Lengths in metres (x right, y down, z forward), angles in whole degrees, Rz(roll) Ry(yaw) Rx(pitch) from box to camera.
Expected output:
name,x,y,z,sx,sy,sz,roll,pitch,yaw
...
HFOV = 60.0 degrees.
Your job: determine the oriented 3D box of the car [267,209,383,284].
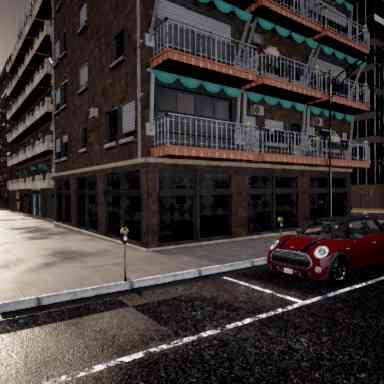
name,x,y,z,sx,sy,sz,roll,pitch,yaw
car,4.009,1.438,9.450,4.097,1.590,1.967,0,-1,-36
